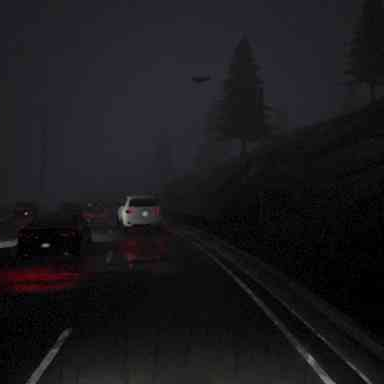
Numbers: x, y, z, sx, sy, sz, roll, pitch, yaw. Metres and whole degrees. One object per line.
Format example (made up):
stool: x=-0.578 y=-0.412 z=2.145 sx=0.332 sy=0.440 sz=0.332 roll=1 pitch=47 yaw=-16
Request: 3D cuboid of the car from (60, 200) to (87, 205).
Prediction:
car: x=-10.893 y=1.504 z=29.603 sx=1.837 sy=1.490 sz=4.892 roll=0 pitch=0 yaw=-26

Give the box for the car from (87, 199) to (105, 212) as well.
car: x=-11.538 y=1.520 z=38.305 sx=1.812 sy=1.442 sz=4.674 roll=0 pitch=0 yaw=-29

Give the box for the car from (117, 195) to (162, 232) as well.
car: x=-3.263 y=1.213 z=20.155 sx=2.150 sy=2.045 sz=5.566 roll=0 pitch=0 yaw=-17

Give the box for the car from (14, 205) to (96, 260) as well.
car: x=-4.967 y=1.478 z=12.597 sx=1.882 sy=1.535 sz=5.008 roll=0 pitch=0 yaw=-11

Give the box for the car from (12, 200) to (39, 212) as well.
car: x=-14.622 y=1.511 z=29.275 sx=1.837 sy=1.490 sz=4.892 roll=0 pitch=0 yaw=-27
